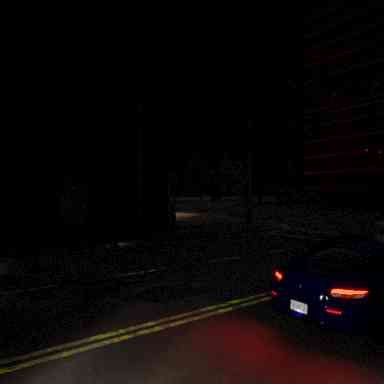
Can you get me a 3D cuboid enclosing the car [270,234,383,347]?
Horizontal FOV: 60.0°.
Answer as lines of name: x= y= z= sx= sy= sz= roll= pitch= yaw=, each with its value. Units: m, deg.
car: x=3.453 y=1.526 z=6.234 sx=4.674 sy=1.442 sz=1.812 roll=0 pitch=0 yaw=-35
